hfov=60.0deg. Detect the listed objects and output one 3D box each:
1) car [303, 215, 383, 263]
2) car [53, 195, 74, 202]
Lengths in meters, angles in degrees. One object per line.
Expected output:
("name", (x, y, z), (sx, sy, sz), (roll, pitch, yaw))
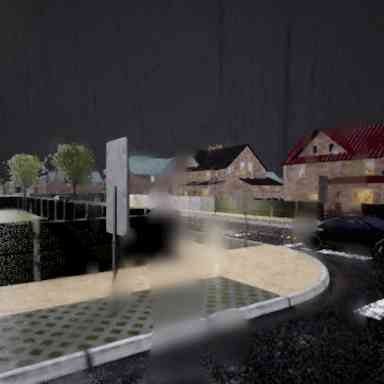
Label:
("car", (6.113, 1.549, 11.794), (1.994, 1.385, 4.181), (0, 0, -36))
("car", (-16.973, 1.187, 43.810), (1.837, 1.490, 4.892), (0, 0, -36))
